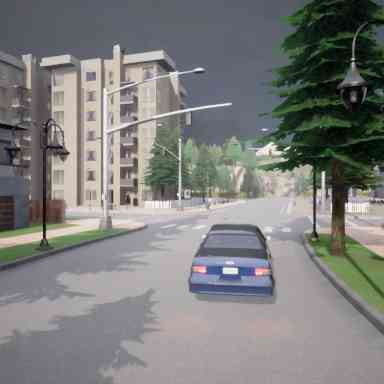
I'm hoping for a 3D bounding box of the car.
[{"bbox_3d":[1.133,1.547,8.810,2.033,1.411,5.357,0,0,9],"label":"car"}]
